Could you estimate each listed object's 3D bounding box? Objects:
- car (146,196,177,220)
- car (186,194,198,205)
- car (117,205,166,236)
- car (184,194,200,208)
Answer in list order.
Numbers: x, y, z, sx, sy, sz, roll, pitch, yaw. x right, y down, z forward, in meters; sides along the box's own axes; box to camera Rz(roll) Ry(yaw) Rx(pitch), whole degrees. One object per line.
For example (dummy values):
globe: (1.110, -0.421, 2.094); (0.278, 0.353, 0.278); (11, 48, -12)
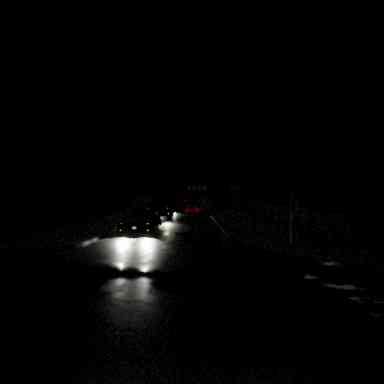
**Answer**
car: (-2.866, 1.370, 30.362); (2.150, 2.045, 5.566); (0, 0, 0)
car: (-0.037, 1.342, 61.460); (2.150, 2.045, 5.566); (0, 0, 0)
car: (-2.939, 1.688, 19.271); (1.994, 1.385, 4.181); (0, 0, 2)
car: (-0.031, 1.367, 51.038); (2.150, 2.045, 5.566); (0, 0, 0)
